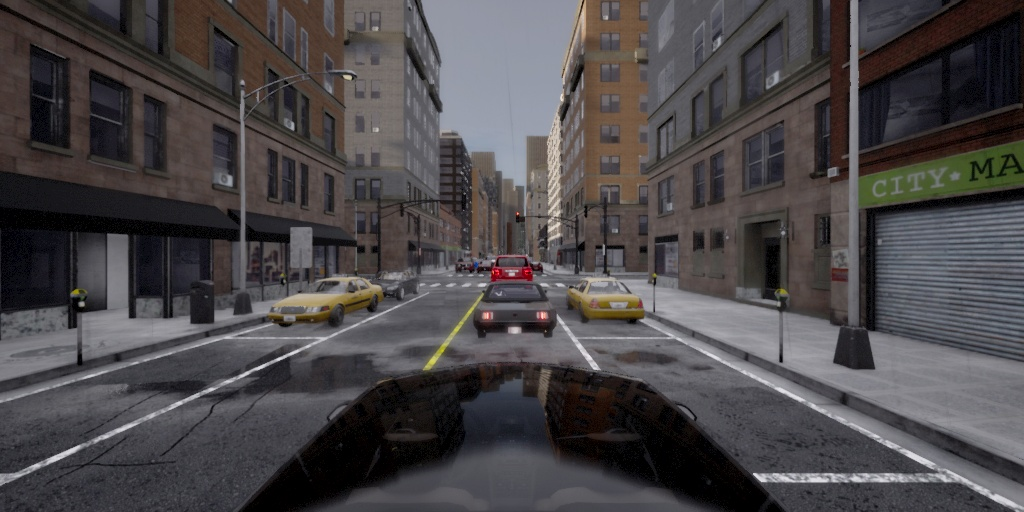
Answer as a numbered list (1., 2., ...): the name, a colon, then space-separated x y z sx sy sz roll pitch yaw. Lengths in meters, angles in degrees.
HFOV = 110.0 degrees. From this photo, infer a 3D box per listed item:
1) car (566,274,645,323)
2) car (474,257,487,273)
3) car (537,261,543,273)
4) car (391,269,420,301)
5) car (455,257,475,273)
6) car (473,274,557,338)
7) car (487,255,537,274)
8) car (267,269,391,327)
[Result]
1. car: 2.852 1.274 11.899 1.751 1.417 4.829 0 0 0
2. car: -3.122 1.234 43.600 1.882 1.535 5.008 0 0 0
3. car: 2.835 1.301 44.028 1.888 1.381 4.507 0 0 0
4. car: -5.676 1.300 17.250 2.007 1.370 4.403 0 0 0
5. car: -5.691 1.071 44.024 2.192 1.841 5.009 0 0 0
6. car: 0.077 1.350 10.136 1.895 1.301 4.718 0 0 0
7. car: -0.009 0.971 19.905 2.150 2.045 5.566 0 0 0
8. car: -5.674 1.274 11.555 1.751 1.417 4.829 0 0 0
